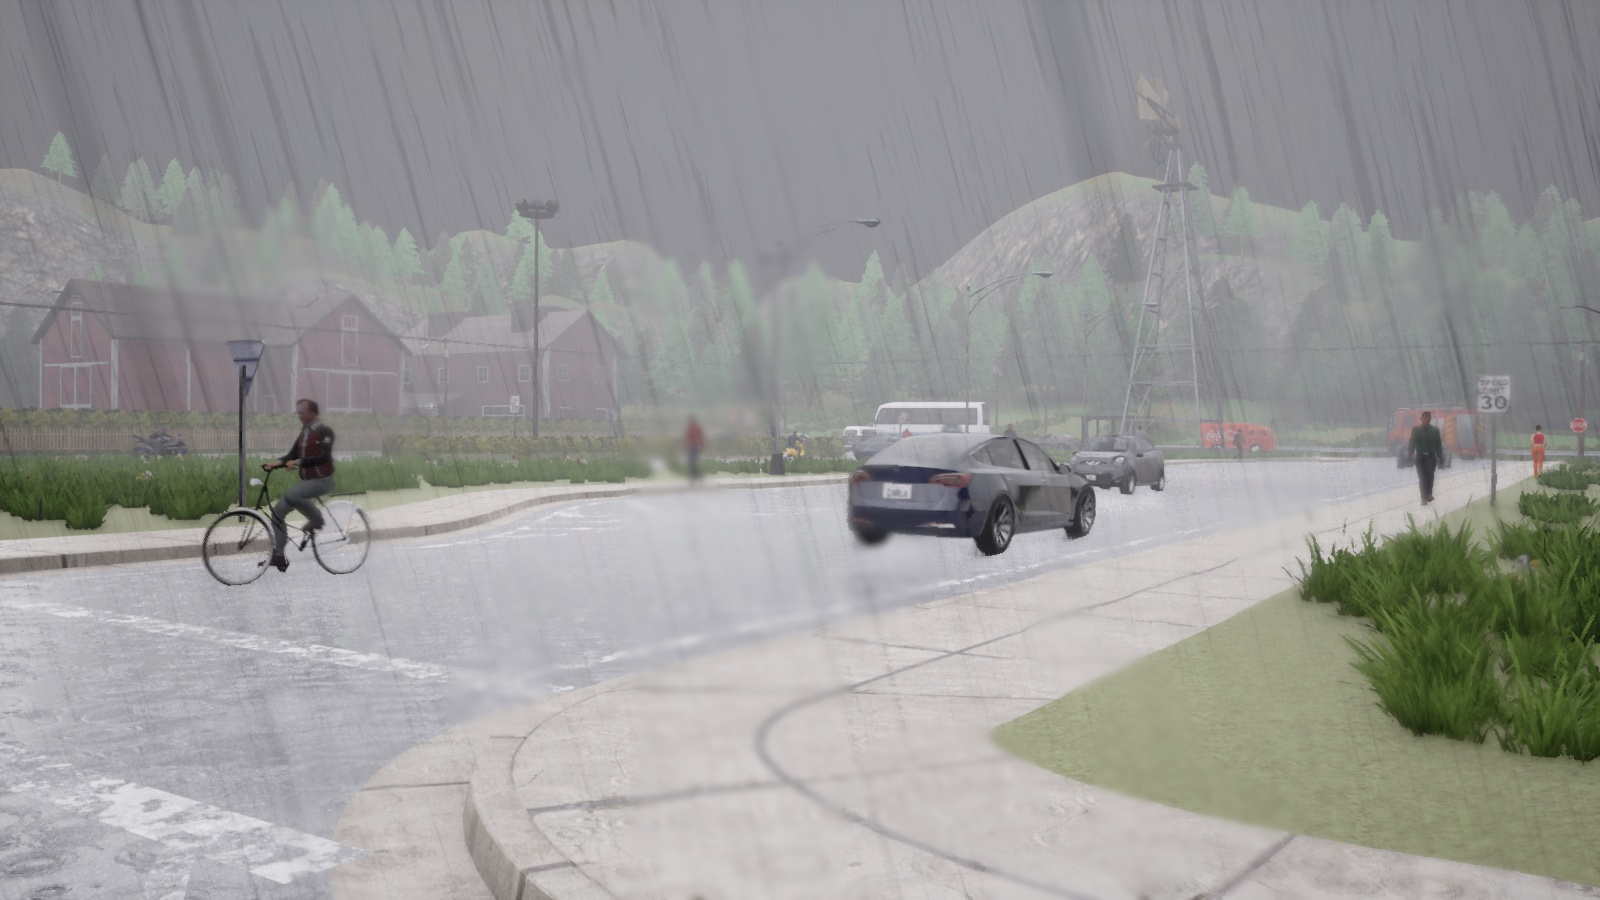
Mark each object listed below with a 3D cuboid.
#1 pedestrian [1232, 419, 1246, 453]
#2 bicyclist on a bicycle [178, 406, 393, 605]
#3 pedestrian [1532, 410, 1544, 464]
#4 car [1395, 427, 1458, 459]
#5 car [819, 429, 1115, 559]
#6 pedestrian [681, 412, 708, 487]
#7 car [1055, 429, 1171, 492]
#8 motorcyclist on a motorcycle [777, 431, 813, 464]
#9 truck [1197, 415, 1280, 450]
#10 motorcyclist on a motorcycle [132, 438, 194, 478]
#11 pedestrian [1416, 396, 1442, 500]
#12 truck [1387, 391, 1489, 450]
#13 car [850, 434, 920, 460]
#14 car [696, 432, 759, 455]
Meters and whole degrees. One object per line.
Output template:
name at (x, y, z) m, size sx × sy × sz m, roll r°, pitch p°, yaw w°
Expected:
pedestrian at (25.179, -0.825, 72.043) m, size 0.692 × 1.930 × 0.396 m, roll -1°, pitch 1°, yaw -37°
bicyclist on a bicycle at (-4.922, 0.481, 12.139) m, size 0.659 × 1.776 × 1.843 m, roll 0°, pitch 1°, yaw 34°
pedestrian at (25.324, -0.432, 43.088) m, size 0.345 × 1.836 × 0.594 m, roll 0°, pitch 1°, yaw 30°
car at (29.827, -0.354, 59.711) m, size 2.163 × 1.488 × 4.792 m, roll 0°, pitch 1°, yaw 33°
car at (2.448, 0.476, 17.089) m, size 2.163 × 1.488 × 4.792 m, roll 0°, pitch 1°, yaw 33°
pedestrian at (-2.613, -0.013, 30.995) m, size 0.331 × 1.846 × 0.636 m, roll 0°, pitch 1°, yaw 32°
car at (8.123, 0.229, 32.408) m, size 1.845 × 1.501 × 3.633 m, roll 0°, pitch 1°, yaw 33°
motorcyclist on a motorcycle at (-0.231, -0.145, 60.933) m, size 0.866 × 1.590 × 1.817 m, roll 0°, pitch 1°, yaw 33°
truck at (31.824, -1.287, 91.120) m, size 5.204 × 2.467 × 2.627 m, roll 0°, pitch 1°, yaw 34°
motorcyclist on a motorcycle at (-25.899, 0.303, 51.101) m, size 2.191 × 1.530 × 0.866 m, roll -1°, pitch 3°, yaw -24°
pedestrian at (12.014, -0.050, 24.003) m, size 0.423 × 1.949 × 0.788 m, roll 0°, pitch 1°, yaw 25°
truck at (43.496, -2.003, 86.013) m, size 2.891 × 3.827 × 8.468 m, roll 0°, pitch 1°, yaw 2°
car at (4.667, -0.181, 68.412) m, size 1.994 × 1.385 × 4.181 m, roll 0°, pitch 1°, yaw 33°
car at (-4.886, -0.442, 85.289) m, size 2.007 × 1.525 × 4.514 m, roll 0°, pitch 1°, yaw 33°
